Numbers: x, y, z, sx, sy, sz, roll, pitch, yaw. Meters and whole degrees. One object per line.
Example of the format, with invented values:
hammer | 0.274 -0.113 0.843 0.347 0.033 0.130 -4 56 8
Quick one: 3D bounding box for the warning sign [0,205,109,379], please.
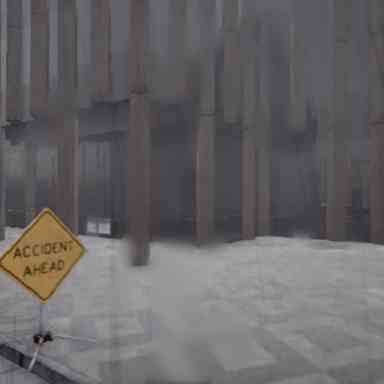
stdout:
warning sign | -2.006 1.142 4.519 1.060 1.860 1.300 0 0 36
